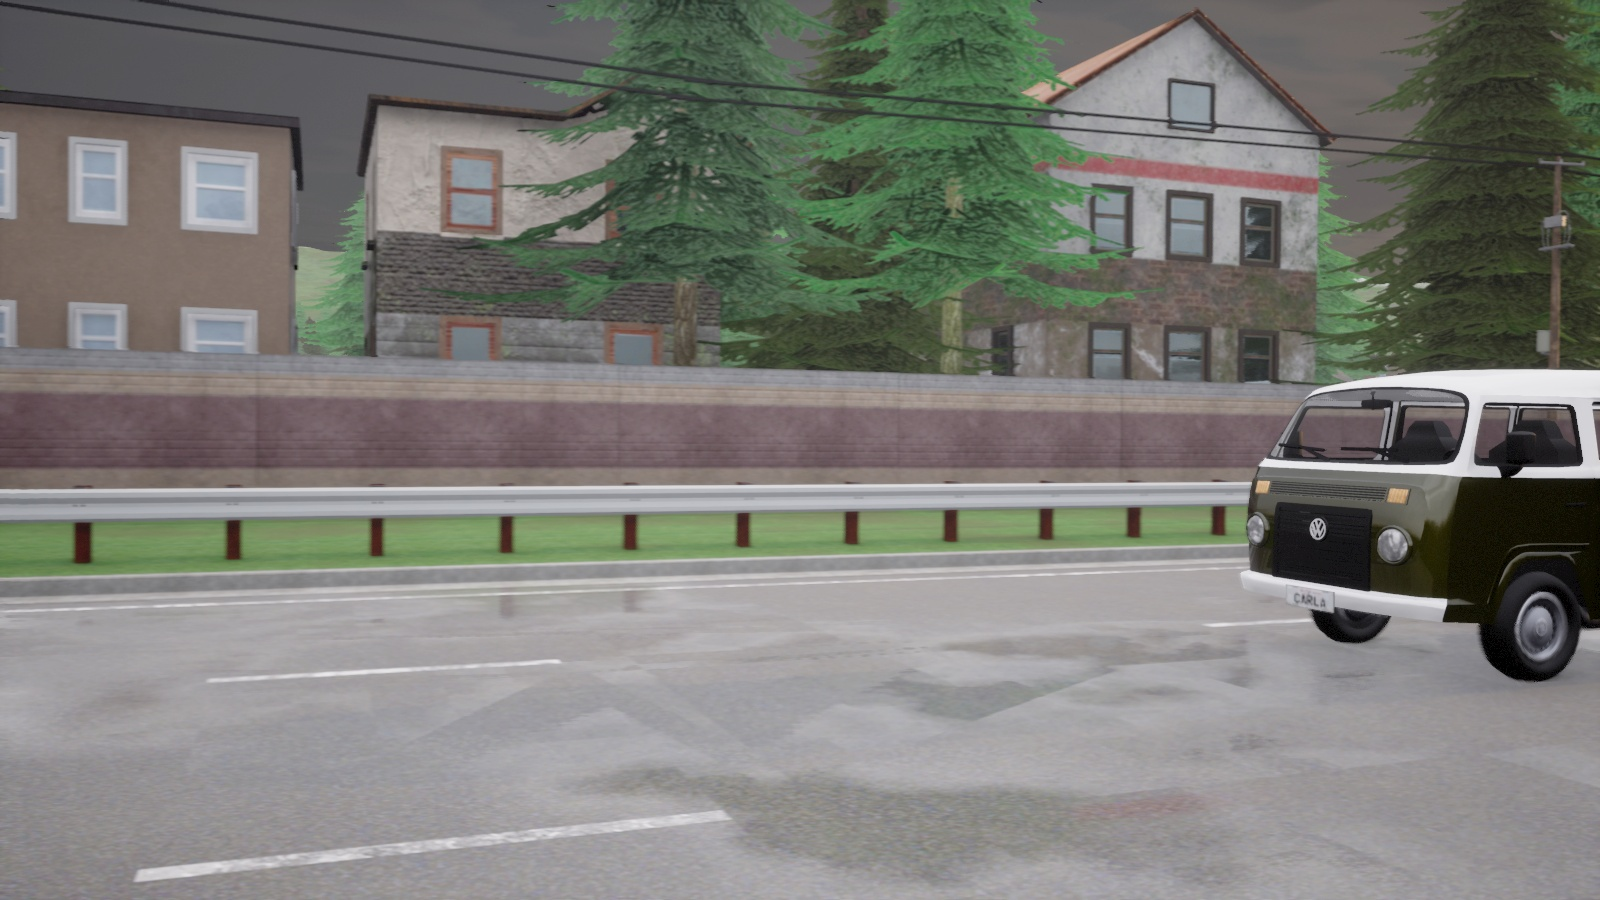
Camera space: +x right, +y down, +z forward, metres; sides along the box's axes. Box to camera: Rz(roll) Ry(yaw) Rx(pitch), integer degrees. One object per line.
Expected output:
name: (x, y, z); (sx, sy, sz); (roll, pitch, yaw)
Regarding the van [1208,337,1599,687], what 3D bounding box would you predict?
van: (5.462, 0.315, 9.053); (4.480, 2.038, 2.069); (-1, 1, -21)
